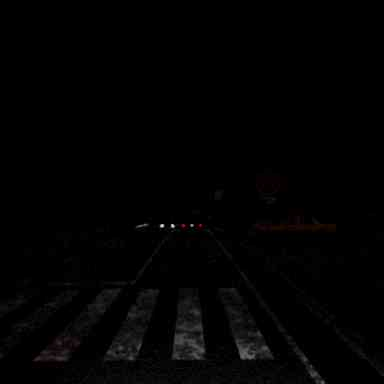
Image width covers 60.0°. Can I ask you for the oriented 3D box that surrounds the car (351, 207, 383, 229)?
[{"bbox_3d":[18.343,2.334,30.821,5.566,2.045,2.435,0,-3,-1],"label":"car"}]

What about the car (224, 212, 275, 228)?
[{"bbox_3d":[6.042,2.922,35.205,5.008,1.535,2.097,0,-3,-1],"label":"car"}]

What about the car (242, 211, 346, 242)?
[{"bbox_3d":[6.033,2.151,20.161,5.366,1.575,1.946,0,-3,-1],"label":"car"}]

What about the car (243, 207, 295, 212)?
[{"bbox_3d":[6.217,2.158,23.083,4.553,1.767,2.185,0,-3,-1],"label":"car"}]

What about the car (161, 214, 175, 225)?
[{"bbox_3d":[-3.556,4.076,49.900,1.882,1.535,5.008,0,-5,0],"label":"car"}]

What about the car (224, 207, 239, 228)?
[{"bbox_3d":[6.108,2.503,32.307,5.566,2.045,2.435,0,-3,-1],"label":"car"}]

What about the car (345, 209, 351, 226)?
[{"bbox_3d":[18.325,2.743,33.595,4.892,1.521,2.231,0,-3,-1],"label":"car"}]

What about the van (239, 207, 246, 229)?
[{"bbox_3d":[6.269,2.206,26.123,4.442,1.987,1.878,0,-3,-1],"label":"van"}]

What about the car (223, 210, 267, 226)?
[{"bbox_3d":[6.022,2.973,38.242,4.553,1.767,2.185,0,-3,-1],"label":"car"}]

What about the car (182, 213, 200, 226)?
[{"bbox_3d":[-0.124,3.532,42.894,2.128,1.511,4.902,0,-4,0],"label":"car"}]

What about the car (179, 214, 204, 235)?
[{"bbox_3d":[-0.024,2.553,26.089,2.033,1.411,5.357,0,-3,0],"label":"car"}]

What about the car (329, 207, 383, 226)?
[{"bbox_3d":[18.261,2.645,36.274,5.566,2.045,2.435,0,-3,-1],"label":"car"}]
